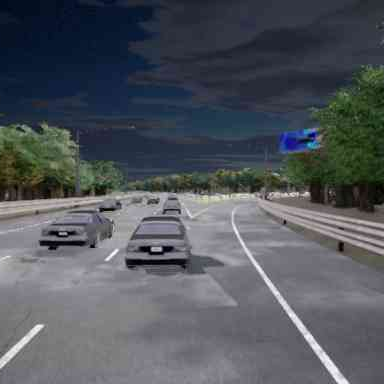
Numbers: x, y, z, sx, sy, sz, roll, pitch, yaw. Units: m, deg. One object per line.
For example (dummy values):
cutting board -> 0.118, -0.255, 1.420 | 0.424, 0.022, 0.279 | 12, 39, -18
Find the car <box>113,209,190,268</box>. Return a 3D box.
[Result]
car -> -1.029, 1.526, 11.129 | 2.033, 1.411, 5.357 | 0, 0, -3

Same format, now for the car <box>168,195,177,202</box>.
car -> -4.374, 1.437, 72.589 | 1.882, 1.535, 5.008 | 0, 0, -5

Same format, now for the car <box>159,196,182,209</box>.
car -> -2.070, 1.476, 34.892 | 2.033, 1.411, 5.357 | 0, 0, -3

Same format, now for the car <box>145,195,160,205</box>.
car -> -6.647, 1.446, 57.580 | 1.812, 1.442, 4.674 | 0, 0, -4

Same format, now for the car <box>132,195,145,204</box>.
car -> -10.471, 1.471, 63.609 | 2.033, 1.411, 5.357 | 0, 0, -5

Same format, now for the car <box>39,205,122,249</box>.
car -> -4.639, 1.510, 14.216 | 2.033, 1.411, 5.357 | 0, 0, -2

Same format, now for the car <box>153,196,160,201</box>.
car -> -8.814, 1.575, 82.869 | 1.895, 1.301, 4.718 | 0, 0, -6

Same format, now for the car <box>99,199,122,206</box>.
car -> -9.077, 1.472, 37.161 | 1.994, 1.385, 4.181 | 0, 0, -3
